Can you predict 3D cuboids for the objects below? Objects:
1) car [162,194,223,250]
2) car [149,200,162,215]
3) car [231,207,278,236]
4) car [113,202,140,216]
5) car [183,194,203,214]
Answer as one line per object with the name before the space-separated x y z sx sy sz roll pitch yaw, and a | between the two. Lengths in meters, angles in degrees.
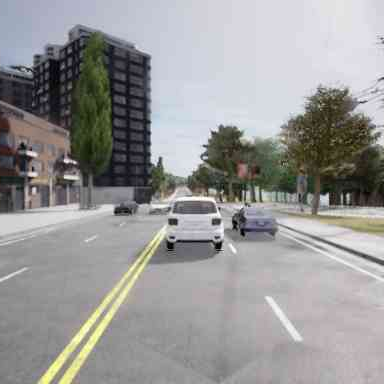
car | 0.099 1.229 14.460 2.150 2.045 5.566 0 0 0
car | -3.338 1.586 34.617 1.812 1.442 4.674 0 0 0
car | 3.348 1.560 18.575 2.033 1.411 5.357 0 0 0
car | -6.599 1.657 33.722 1.895 1.301 4.718 0 0 0
car | 0.096 1.294 37.191 2.150 2.045 5.566 0 0 0
